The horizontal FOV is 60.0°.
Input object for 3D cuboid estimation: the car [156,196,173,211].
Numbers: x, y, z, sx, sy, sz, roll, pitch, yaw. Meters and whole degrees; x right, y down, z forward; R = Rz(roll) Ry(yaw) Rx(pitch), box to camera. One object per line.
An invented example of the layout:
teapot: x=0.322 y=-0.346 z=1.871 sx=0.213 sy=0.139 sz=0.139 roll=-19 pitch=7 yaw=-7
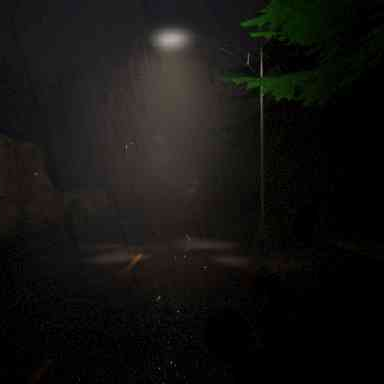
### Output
car: x=-4.041 y=1.649 z=49.230 sx=2.150 sy=2.045 sz=5.566 roll=0 pitch=0 yaw=1

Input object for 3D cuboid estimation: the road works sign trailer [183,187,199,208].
road works sign trailer: x=0.010 y=0.982 z=59.660 sx=2.380 sy=3.560 sz=2.880 roll=0 pitch=0 yaw=0
